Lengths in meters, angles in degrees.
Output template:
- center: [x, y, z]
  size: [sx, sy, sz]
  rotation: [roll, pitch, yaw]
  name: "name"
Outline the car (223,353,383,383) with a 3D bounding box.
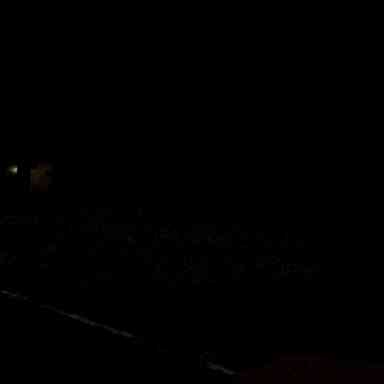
- center: [2.140, 1.525, 1.450]
  size: [4.829, 1.417, 1.752]
  rotation: [0, 0, 36]
  name: "car"
